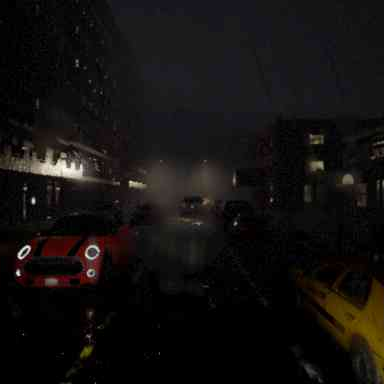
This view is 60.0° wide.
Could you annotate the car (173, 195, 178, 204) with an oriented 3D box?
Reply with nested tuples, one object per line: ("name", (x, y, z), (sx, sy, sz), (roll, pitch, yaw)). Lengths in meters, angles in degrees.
("car", (-2.921, 1.794, 74.436), (1.837, 1.490, 4.892), (0, 0, 0))

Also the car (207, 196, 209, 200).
("car", (2.757, 1.837, 60.307), (1.752, 1.417, 4.829), (0, 0, 0))

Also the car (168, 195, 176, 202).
("car", (-5.588, 1.841, 93.382), (2.192, 1.841, 5.009), (0, 0, 0))

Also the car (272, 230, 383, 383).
("car", (2.699, 1.549, 4.916), (1.752, 1.417, 4.829), (0, 0, 0))

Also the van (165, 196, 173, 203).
("van", (-5.600, 1.791, 82.303), (1.690, 1.788, 3.998), (0, 0, 0))

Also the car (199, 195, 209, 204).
("car", (2.775, 1.729, 76.755), (2.192, 1.841, 5.009), (0, 0, 0))

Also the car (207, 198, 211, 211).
("car", (3.190, 1.705, 40.546), (1.837, 1.490, 4.892), (0, 0, 0))

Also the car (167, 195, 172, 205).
("car", (-5.617, 1.659, 65.686), (2.192, 1.841, 5.009), (0, 0, 0))

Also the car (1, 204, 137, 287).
("car", (-3.087, 1.397, 9.566), (2.097, 1.767, 4.553), (0, 0, 0))

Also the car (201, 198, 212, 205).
("car", (2.762, 1.895, 65.676), (2.008, 1.369, 4.403), (0, 0, 0))

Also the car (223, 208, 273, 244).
("car", (2.711, 1.656, 15.824), (1.802, 1.307, 4.206), (0, 0, 0))

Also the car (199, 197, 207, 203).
("car", (2.780, 1.976, 82.463), (1.752, 1.417, 4.829), (0, 0, 0))

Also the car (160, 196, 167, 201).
("car", (-5.629, 1.719, 54.606), (1.967, 1.590, 4.097), (0, 0, 0))

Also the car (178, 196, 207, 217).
("car", (0.047, 1.383, 32.884), (2.150, 2.045, 5.566), (0, 0, 0))

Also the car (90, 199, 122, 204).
("car", (-5.663, 1.416, 21.372), (2.192, 1.841, 5.009), (0, 0, 0))

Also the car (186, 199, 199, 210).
("car", (0.103, 1.761, 46.934), (1.812, 1.442, 4.674), (0, 0, 1))

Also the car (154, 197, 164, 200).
("car", (-5.635, 1.792, 49.068), (1.887, 1.381, 4.507), (0, 0, 0))

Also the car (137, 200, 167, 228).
("car", (-3.061, 1.588, 23.429), (1.882, 1.535, 5.008), (0, 0, 0))

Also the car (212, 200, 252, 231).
("car", (2.717, 1.415, 21.364), (2.192, 1.841, 5.009), (0, 0, 0))

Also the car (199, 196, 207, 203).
("car", (2.786, 1.928, 87.833), (1.967, 1.590, 4.097), (0, 0, 0))
